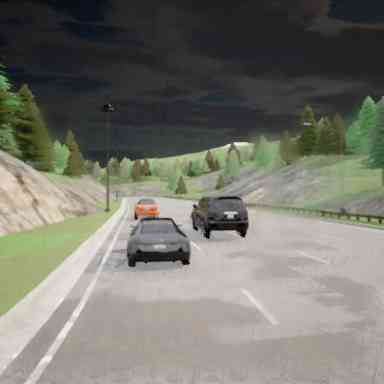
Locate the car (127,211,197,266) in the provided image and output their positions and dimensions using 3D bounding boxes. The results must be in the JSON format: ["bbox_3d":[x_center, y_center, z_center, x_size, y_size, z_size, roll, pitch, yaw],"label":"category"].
[{"bbox_3d":[-1.235,1.585,11.757,1.994,1.385,4.181,0,0,-8],"label":"car"}]

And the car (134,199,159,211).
[{"bbox_3d":[-4.119,1.411,29.977,2.097,1.767,4.553,0,0,-9],"label":"car"}]

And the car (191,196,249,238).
[{"bbox_3d":[1.365,1.232,18.033,2.150,2.045,5.566,0,0,-9],"label":"car"}]
